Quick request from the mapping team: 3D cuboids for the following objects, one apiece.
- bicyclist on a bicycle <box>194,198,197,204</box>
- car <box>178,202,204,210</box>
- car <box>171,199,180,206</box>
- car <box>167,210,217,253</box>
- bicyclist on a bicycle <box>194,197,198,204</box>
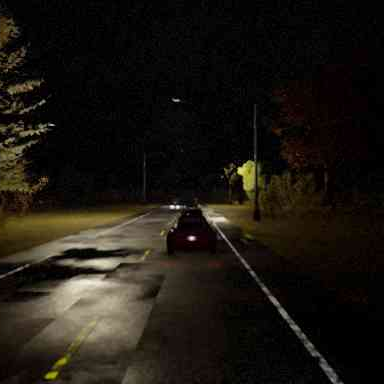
[{"bbox_3d":[0.913,2.204,83.286,0.866,1.612,1.509,0,0,0],"label":"bicyclist on a bicycle"},{"bbox_3d":[-0.012,1.789,29.289,1.837,1.490,4.892,0,0,0],"label":"car"},{"bbox_3d":[-3.539,2.180,70.993,2.128,1.511,4.902,0,0,0],"label":"car"},{"bbox_3d":[-0.004,1.704,14.309,1.994,1.385,4.181,0,0,0],"label":"car"},{"bbox_3d":[0.921,2.056,74.286,0.659,1.776,1.843,0,0,0],"label":"bicyclist on a bicycle"}]
